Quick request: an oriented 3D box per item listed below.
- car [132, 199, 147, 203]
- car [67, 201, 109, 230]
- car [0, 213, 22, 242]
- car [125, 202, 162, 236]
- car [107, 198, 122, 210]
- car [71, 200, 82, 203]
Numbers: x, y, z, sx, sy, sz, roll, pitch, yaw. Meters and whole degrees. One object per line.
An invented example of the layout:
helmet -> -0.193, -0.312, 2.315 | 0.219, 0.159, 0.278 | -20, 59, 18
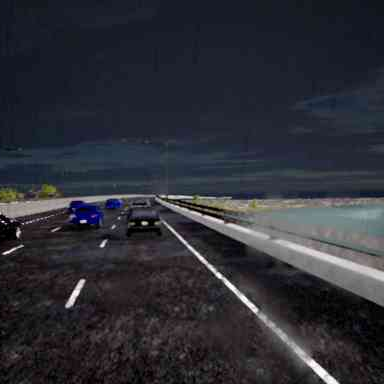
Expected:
car -> -5.304, 1.494, 33.778 | 2.128, 1.511, 4.902 | -1, 0, -9
car -> -6.830, 1.587, 21.967 | 1.812, 1.442, 4.674 | -1, 0, -10
car -> -9.117, 1.633, 14.668 | 1.837, 1.490, 4.892 | -1, 0, -10
car -> -2.671, 1.538, 18.355 | 2.033, 1.411, 5.357 | -1, 0, -9
car -> -10.645, 1.563, 45.196 | 1.882, 1.535, 5.008 | -1, 0, -9
car -> -13.057, 1.673, 38.095 | 1.812, 1.442, 4.674 | -1, 0, -9
